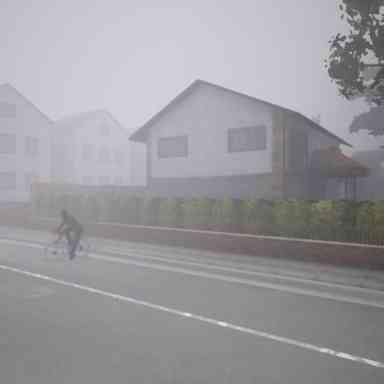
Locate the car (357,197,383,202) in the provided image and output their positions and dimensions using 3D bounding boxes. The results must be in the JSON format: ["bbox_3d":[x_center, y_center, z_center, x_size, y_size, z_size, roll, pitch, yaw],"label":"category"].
[{"bbox_3d":[14.618,1.165,25.879,3.806,1.475,1.970,0,0,35],"label":"car"}]

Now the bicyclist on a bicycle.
[{"bbox_3d":[-4.009,1.417,10.793,0.582,1.620,1.656,0,0,35],"label":"bicyclist on a bicycle"}]
